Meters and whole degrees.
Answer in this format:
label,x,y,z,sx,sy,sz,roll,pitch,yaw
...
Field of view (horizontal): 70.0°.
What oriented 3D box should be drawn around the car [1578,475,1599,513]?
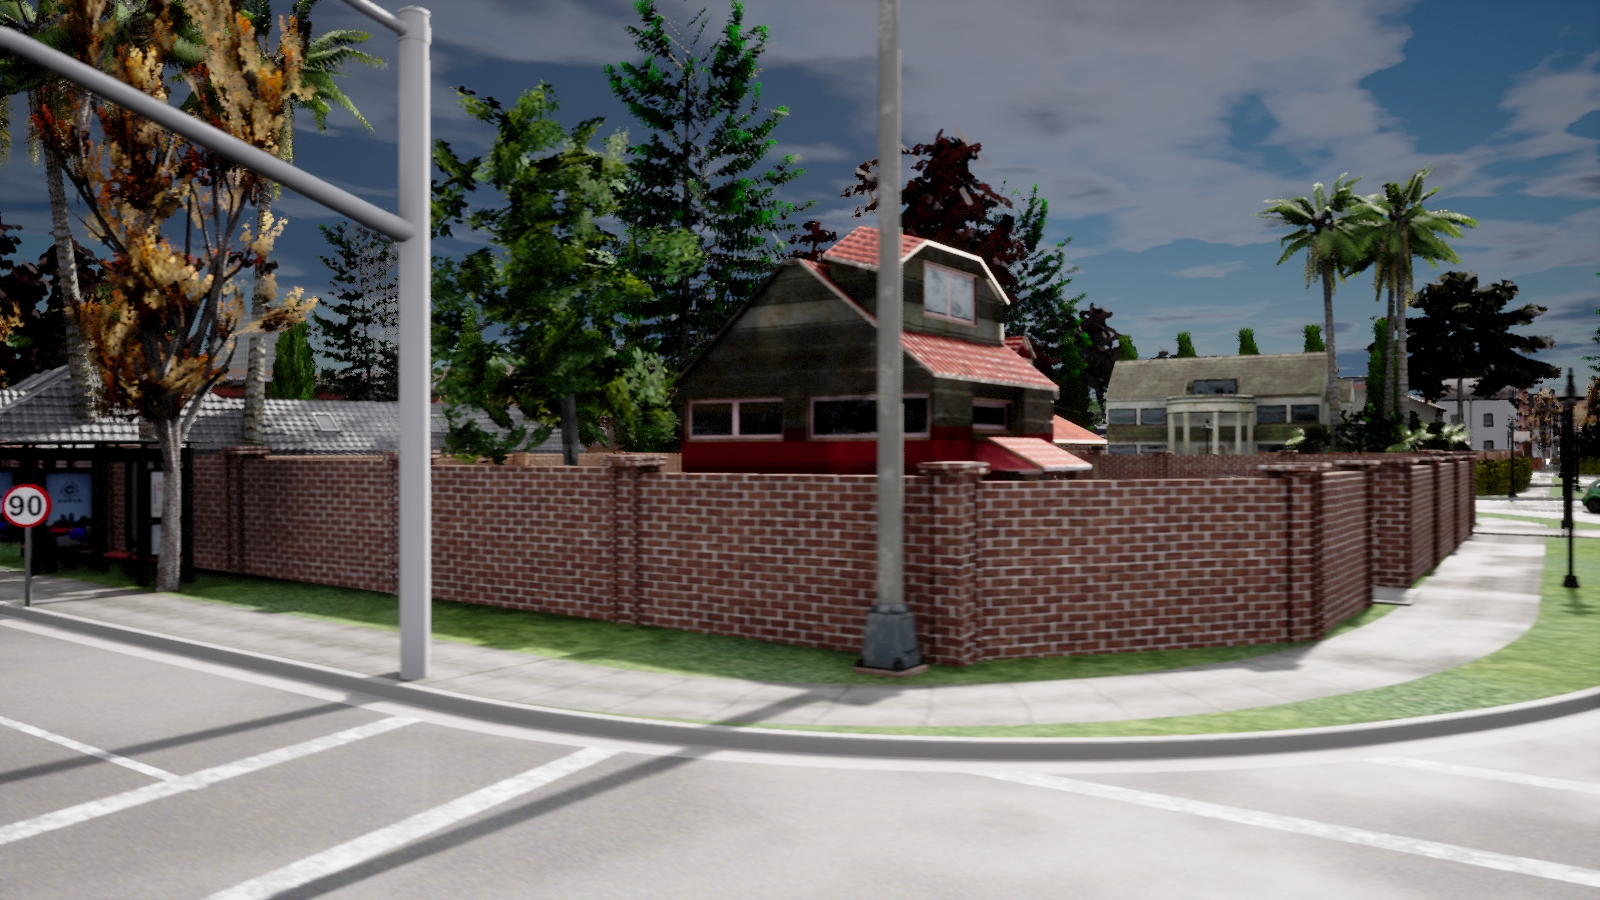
label,x,y,z,sx,sy,sz,roll,pitch,yaw
car,36.049,1.928,49.022,1.851,1.617,3.988,0,0,-35
